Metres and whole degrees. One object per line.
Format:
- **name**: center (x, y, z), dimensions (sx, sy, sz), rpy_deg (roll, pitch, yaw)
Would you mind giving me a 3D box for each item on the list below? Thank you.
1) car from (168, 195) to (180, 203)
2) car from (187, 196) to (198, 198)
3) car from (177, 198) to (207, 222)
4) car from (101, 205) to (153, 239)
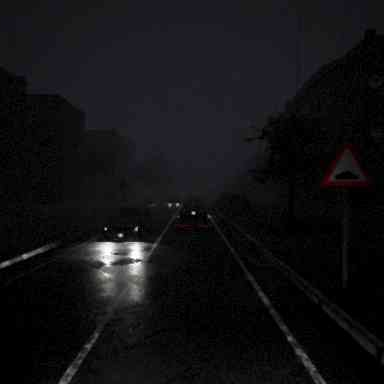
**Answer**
- **car**: center (-3.046, 1.196, 56.886), dimensions (2.033, 1.411, 5.357), rpy_deg (0, 0, 1)
- **car**: center (0.104, 1.230, 41.412), dimensions (1.837, 1.490, 4.892), rpy_deg (0, 1, 0)
- **car**: center (0.103, 1.407, 24.779), dimensions (1.994, 1.385, 4.181), rpy_deg (0, 0, 0)
- **car**: center (-3.094, 1.403, 17.024), dimensions (2.033, 1.411, 5.357), rpy_deg (0, 2, 0)
